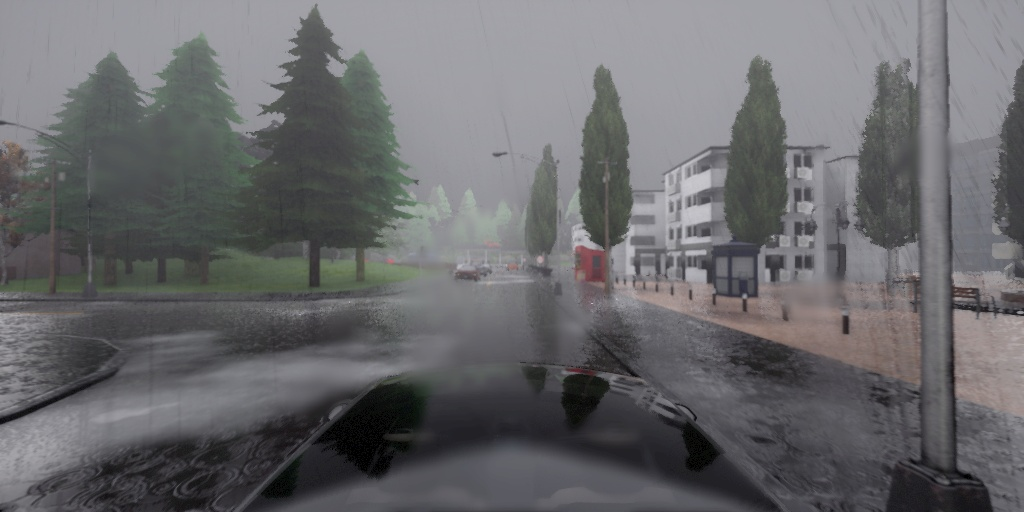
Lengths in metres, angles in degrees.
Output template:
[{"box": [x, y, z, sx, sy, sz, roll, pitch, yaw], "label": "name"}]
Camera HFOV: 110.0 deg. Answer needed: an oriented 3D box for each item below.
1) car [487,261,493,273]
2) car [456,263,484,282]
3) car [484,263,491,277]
[{"box": [-4.034, 1.889, 54.209, 1.812, 1.442, 4.674, 0, -1, 0], "label": "car"}, {"box": [-4.092, 1.607, 34.163, 1.882, 1.535, 5.008, 0, -1, 0], "label": "car"}, {"box": [-4.077, 1.809, 44.082, 1.994, 1.385, 4.181, 0, -1, 0], "label": "car"}]
